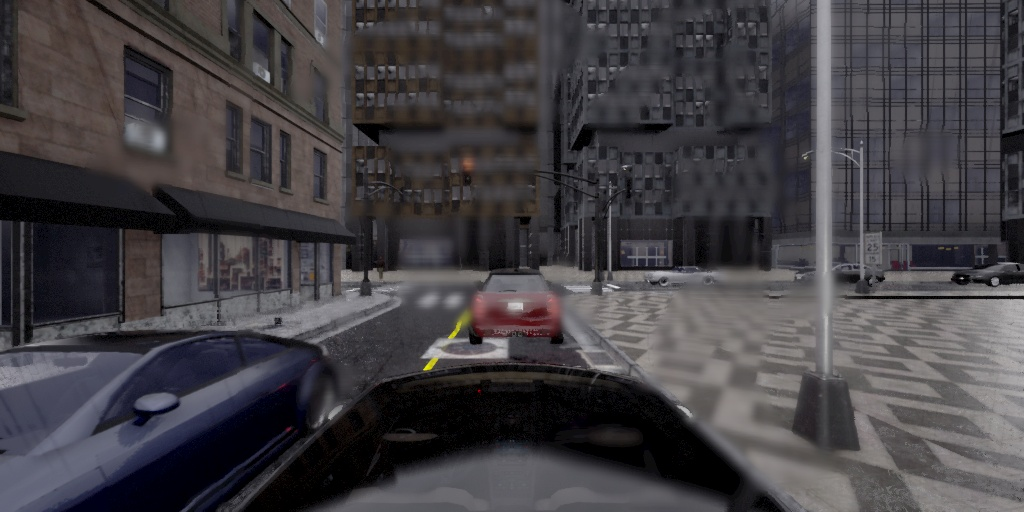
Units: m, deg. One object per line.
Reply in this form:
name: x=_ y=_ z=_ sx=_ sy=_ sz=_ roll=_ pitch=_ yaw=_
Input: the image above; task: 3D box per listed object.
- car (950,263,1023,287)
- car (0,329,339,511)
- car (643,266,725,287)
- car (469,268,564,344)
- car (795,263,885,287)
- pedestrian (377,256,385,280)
car: x=31.808 y=1.210 z=23.401 sx=4.892 sy=1.490 sz=1.837 roll=0 pitch=0 yaw=1
car: x=-3.095 y=1.314 z=2.654 sx=1.994 sy=1.385 sz=4.181 roll=0 pitch=0 yaw=0
car: x=11.195 y=1.333 z=23.639 sx=4.718 sy=1.301 sz=1.895 roll=0 pitch=0 yaw=1
car: x=0.069 y=1.102 z=9.723 sx=2.097 sy=1.767 sz=4.553 roll=0 pitch=0 yaw=-1
car: x=21.388 y=1.210 z=23.524 sx=4.902 sy=1.511 sz=2.128 roll=0 pitch=0 yaw=1
pedestrian: x=-9.837 y=0.902 z=26.905 sx=0.375 sy=1.860 sz=0.375 roll=0 pitch=0 yaw=1
